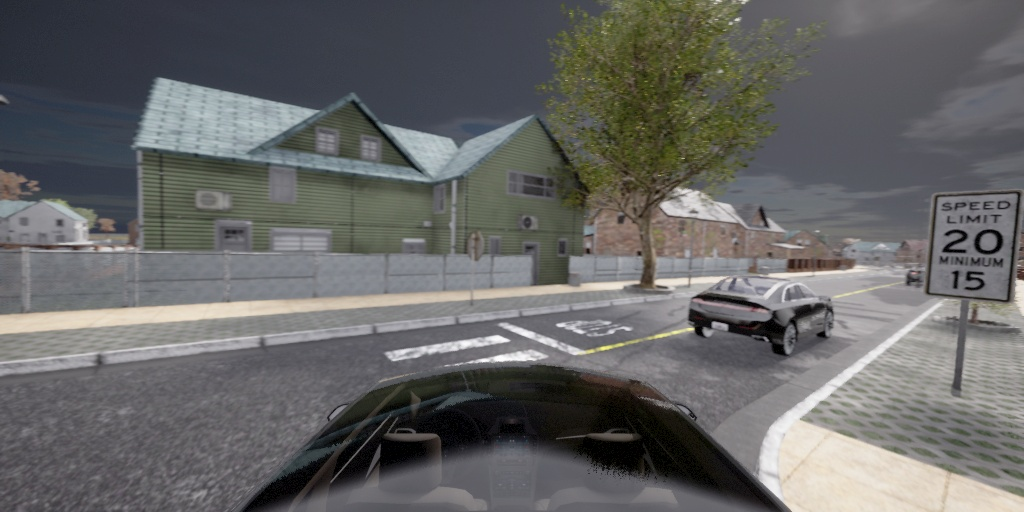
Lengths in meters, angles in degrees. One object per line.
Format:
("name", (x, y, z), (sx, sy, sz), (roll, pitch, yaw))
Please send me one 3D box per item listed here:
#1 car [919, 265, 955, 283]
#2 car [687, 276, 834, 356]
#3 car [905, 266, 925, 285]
("car", (41.218, 1.702, 34.736), (4.892, 1.490, 1.837), (1, 3, -37))
("car", (6.227, 1.255, 8.799), (4.902, 1.511, 2.128), (1, 3, -37))
("car", (33.065, 1.579, 28.612), (4.902, 1.511, 2.128), (1, 3, -36))
